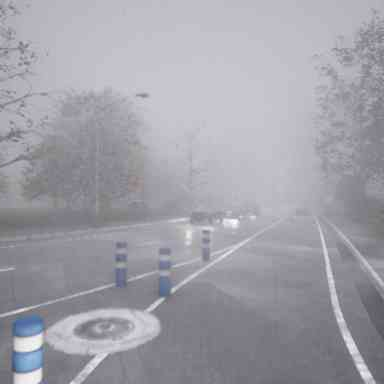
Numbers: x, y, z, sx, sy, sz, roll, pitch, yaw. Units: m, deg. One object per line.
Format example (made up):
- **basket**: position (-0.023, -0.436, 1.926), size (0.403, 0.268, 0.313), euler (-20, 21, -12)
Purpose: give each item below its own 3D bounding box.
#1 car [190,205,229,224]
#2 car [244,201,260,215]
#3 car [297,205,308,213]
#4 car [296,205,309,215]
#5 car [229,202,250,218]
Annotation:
- **car**: position (1.360, 1.812, 28.300), size (1.882, 1.535, 5.008), euler (1, -2, 20)
- **car**: position (8.382, 2.254, 47.961), size (2.150, 2.045, 5.566), euler (1, -2, 19)
- **car**: position (21.266, 3.271, 63.947), size (2.033, 1.411, 5.357), euler (1, -1, 19)
- **car**: position (18.077, 3.015, 54.606), size (1.994, 1.385, 4.181), euler (1, -1, 19)
- **car**: position (4.816, 2.168, 37.958), size (2.128, 1.511, 4.902), euler (1, -2, 20)
